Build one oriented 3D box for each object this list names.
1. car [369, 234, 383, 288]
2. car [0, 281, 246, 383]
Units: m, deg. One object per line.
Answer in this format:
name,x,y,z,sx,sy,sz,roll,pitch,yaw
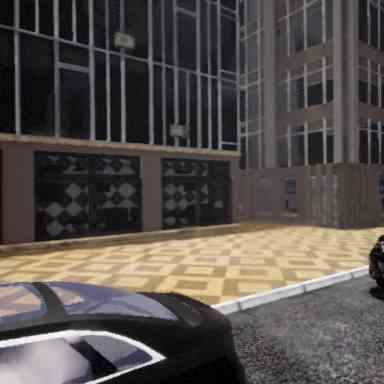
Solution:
car,6.503,1.214,7.908,5.566,2.045,2.150,0,0,-35
car,-1.822,1.493,2.065,4.902,1.511,2.128,0,0,-35
